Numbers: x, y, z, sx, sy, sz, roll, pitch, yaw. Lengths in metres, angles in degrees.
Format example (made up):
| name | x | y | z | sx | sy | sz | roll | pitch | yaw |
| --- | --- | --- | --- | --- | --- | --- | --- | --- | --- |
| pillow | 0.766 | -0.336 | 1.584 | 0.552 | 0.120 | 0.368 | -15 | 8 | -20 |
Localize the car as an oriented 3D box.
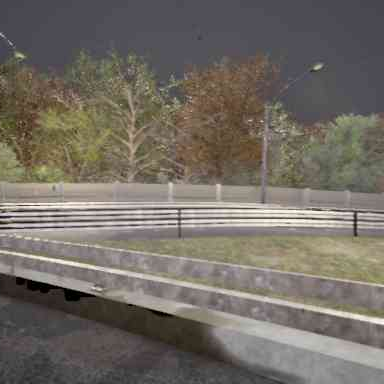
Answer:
| name | x | y | z | sx | sy | sz | roll | pitch | yaw |
| --- | --- | --- | --- | --- | --- | --- | --- | --- | --- |
| car | 6.485 | 1.658 | 23.000 | 4.902 | 1.511 | 2.128 | 2 | 0 | -14 |
